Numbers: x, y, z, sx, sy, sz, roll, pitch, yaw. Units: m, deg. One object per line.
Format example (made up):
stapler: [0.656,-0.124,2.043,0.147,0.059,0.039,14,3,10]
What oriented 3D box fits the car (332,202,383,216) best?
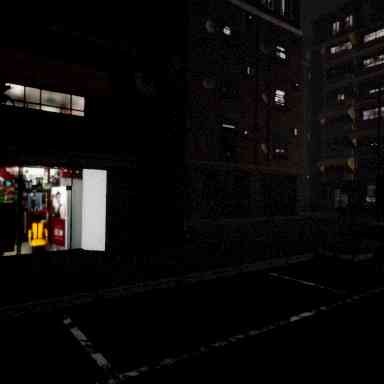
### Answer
car: [15.851,1.642,30.555,1.895,1.301,4.718,2,-1,-35]

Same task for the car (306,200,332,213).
car: [15.508,1.708,40.460,1.752,1.417,4.829,1,-1,-35]

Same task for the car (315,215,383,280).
car: [5.469,1.588,9.929,4.206,1.307,1.802,0,1,-35]

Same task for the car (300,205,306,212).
car: [9.164,1.328,35.792,2.192,1.841,5.009,1,-1,-35]
